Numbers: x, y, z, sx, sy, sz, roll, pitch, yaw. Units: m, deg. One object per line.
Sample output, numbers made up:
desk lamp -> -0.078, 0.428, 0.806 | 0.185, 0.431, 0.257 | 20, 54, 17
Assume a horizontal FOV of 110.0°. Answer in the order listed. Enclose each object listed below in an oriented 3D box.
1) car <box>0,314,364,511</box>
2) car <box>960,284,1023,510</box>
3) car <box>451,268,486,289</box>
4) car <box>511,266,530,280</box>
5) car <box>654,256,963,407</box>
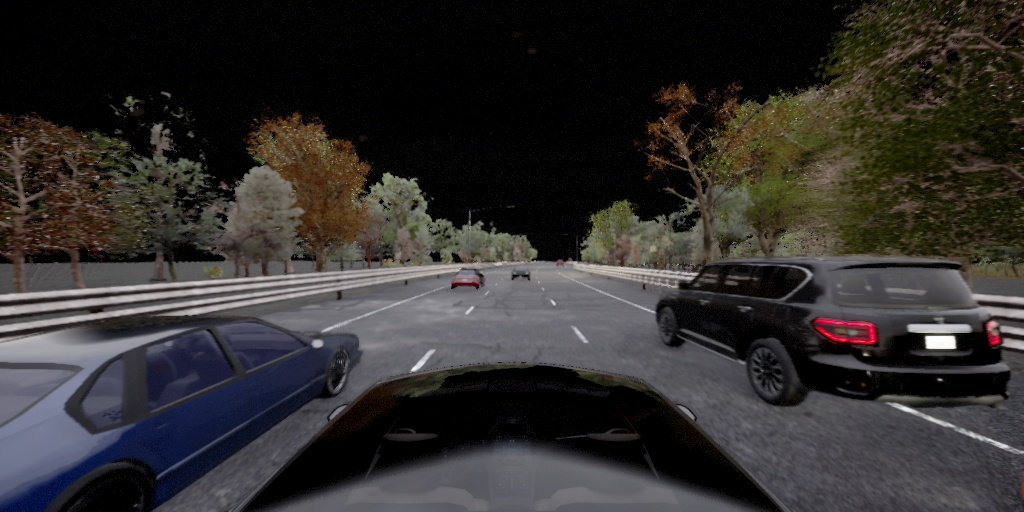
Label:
car -> -3.394, 1.306, 3.519 | 2.033, 1.411, 5.357 | 0, -1, 0
car -> 4.538, 1.102, 0.495 | 2.097, 1.767, 4.553 | 0, -1, 0
car -> -3.000, 1.547, 25.282 | 1.994, 1.385, 4.181 | 0, -1, 2
car -> 0.938, 1.716, 36.643 | 1.895, 1.301, 4.718 | 0, -1, 3
car -> 4.561, 1.036, 6.481 | 2.150, 2.045, 5.566 | 0, -1, 0
